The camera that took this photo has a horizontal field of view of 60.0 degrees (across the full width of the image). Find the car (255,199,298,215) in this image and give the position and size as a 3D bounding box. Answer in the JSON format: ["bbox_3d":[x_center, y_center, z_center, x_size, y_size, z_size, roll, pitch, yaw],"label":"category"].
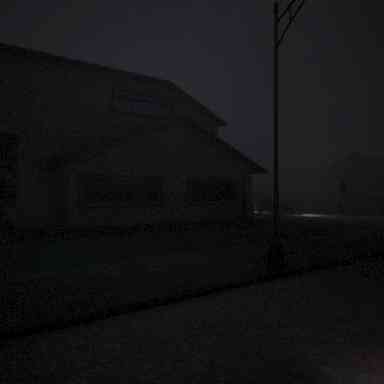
[{"bbox_3d":[8.737,1.501,34.785,1.837,1.490,4.892,0,0,-35],"label":"car"}]
